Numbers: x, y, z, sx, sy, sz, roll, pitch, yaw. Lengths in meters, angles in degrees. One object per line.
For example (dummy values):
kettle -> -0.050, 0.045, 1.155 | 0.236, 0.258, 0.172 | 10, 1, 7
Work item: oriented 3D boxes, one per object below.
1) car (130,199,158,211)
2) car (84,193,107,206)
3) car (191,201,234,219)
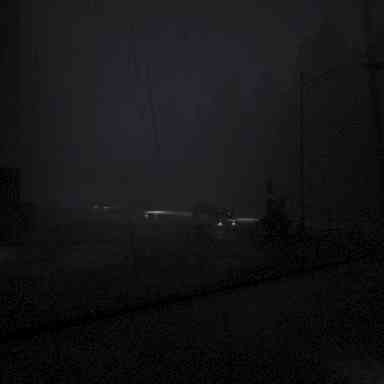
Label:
car -> -5.760, 1.556, 39.831 | 1.994, 1.385, 4.181 | 0, 0, -36
car -> -15.683, 1.199, 53.825 | 2.150, 2.045, 5.566 | 0, 0, -36
car -> 1.703, 1.518, 29.449 | 1.812, 1.442, 4.674 | 0, 0, -36
